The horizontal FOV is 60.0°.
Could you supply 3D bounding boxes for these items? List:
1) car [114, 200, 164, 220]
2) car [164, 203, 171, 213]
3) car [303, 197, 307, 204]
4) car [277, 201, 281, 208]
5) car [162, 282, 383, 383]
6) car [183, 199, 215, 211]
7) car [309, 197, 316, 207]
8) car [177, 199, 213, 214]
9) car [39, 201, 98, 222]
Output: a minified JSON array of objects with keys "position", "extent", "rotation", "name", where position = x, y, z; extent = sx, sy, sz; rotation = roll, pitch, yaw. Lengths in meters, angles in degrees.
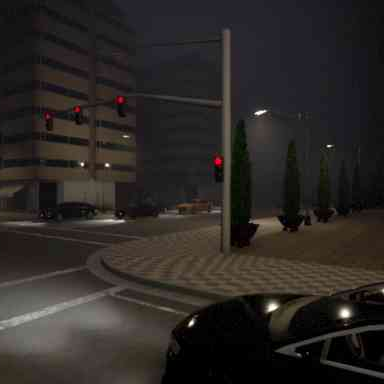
[{"position":[-4.739,1.619,28.995],"extent":[1.994,1.385,4.181],"rotation":[0,0,35],"name":"car"},{"position":[-4.493,1.602,35.407],"extent":[2.033,1.411,5.357],"rotation":[0,0,35],"name":"car"},{"position":[20.653,1.546,58.516],"extent":[2.128,1.511,4.902],"rotation":[0,0,35],"name":"car"},{"position":[14.444,1.602,49.728],"extent":[2.033,1.411,5.357],"rotation":[0,0,35],"name":"car"},{"position":[1.944,1.492,2.587],"extent":[4.902,1.511,2.128],"rotation":[0,0,36],"name":"car"},{"position":[0.959,1.618,43.096],"extent":[1.994,1.385,4.181],"rotation":[0,0,36],"name":"car"},{"position":[19.811,1.619,51.252],"extent":[1.994,1.385,4.181],"rotation":[0,0,35],"name":"car"},{"position":[0.412,1.532,36.281],"extent":[1.882,1.535,5.008],"rotation":[0,0,35],"name":"car"},{"position":[-10.114,1.559,27.451],"extent":[1.837,1.490,4.892],"rotation":[0,0,35],"name":"car"}]
